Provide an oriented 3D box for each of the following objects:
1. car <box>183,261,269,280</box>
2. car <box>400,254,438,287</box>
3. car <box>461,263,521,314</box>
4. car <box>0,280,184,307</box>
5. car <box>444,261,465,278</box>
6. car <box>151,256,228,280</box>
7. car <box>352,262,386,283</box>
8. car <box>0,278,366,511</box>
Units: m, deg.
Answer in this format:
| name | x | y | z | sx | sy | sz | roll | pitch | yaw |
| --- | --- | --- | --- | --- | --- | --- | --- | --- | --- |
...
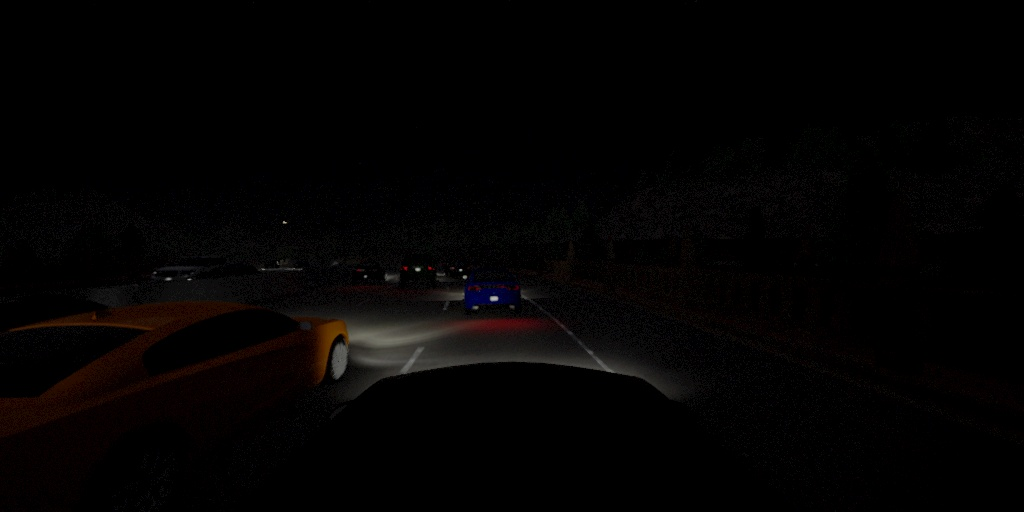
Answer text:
| name | x | y | z | sx | sy | sz | roll | pitch | yaw |
| --- | --- | --- | --- | --- | --- | --- | --- | --- | --- |
| car | -16.509 | 1.253 | 21.071 | 1.837 | 1.490 | 4.892 | 0 | 0 | -13 |
| car | -6.115 | 0.874 | 23.623 | 2.150 | 2.045 | 5.566 | 0 | 0 | -13 |
| car | -0.842 | 1.157 | 13.595 | 1.882 | 1.535 | 5.008 | 0 | 0 | -7 |
| car | -7.128 | 1.295 | 5.211 | 1.812 | 1.442 | 4.674 | 0 | 0 | -2 |
| car | -4.931 | 1.150 | 32.374 | 1.994 | 1.385 | 4.181 | -1 | 0 | -17 |
| car | -20.700 | 0.991 | 23.538 | 2.150 | 2.045 | 5.566 | 0 | 0 | -15 |
| car | -10.439 | 1.161 | 26.367 | 2.128 | 1.511 | 4.902 | 0 | 0 | -15 |
| car | -3.584 | 1.234 | 3.957 | 1.882 | 1.535 | 5.008 | 0 | 0 | -1 |
